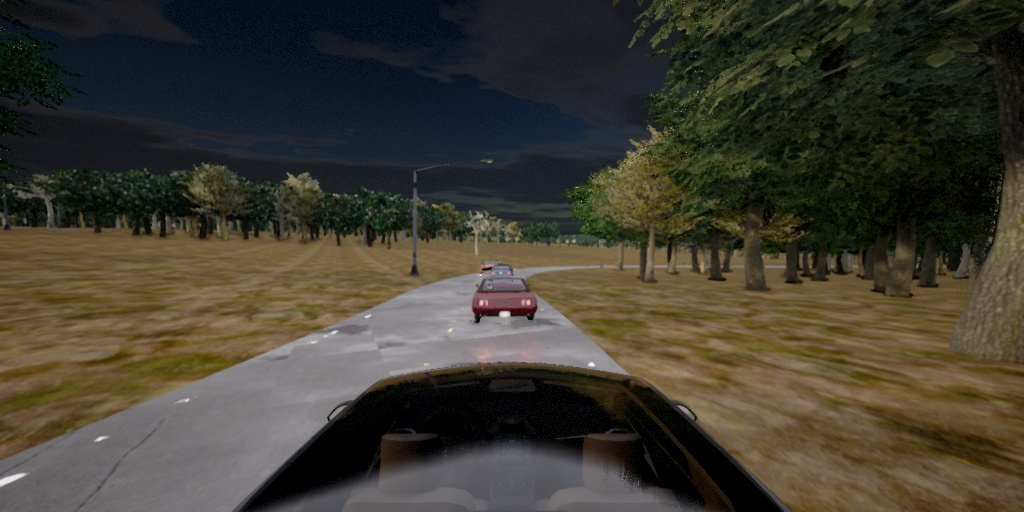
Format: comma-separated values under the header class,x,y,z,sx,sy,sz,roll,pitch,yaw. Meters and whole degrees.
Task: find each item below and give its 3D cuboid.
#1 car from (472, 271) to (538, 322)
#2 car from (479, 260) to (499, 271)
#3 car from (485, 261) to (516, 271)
class,x,y,z,sx,sy,sz,roll,pitch,yaw
car,-0.310,1.350,12.304,1.895,1.301,4.718,0,0,-3
car,-2.455,1.263,42.882,2.097,1.767,4.553,1,0,10
car,-0.729,1.376,29.386,2.033,1.411,5.357,0,0,2
